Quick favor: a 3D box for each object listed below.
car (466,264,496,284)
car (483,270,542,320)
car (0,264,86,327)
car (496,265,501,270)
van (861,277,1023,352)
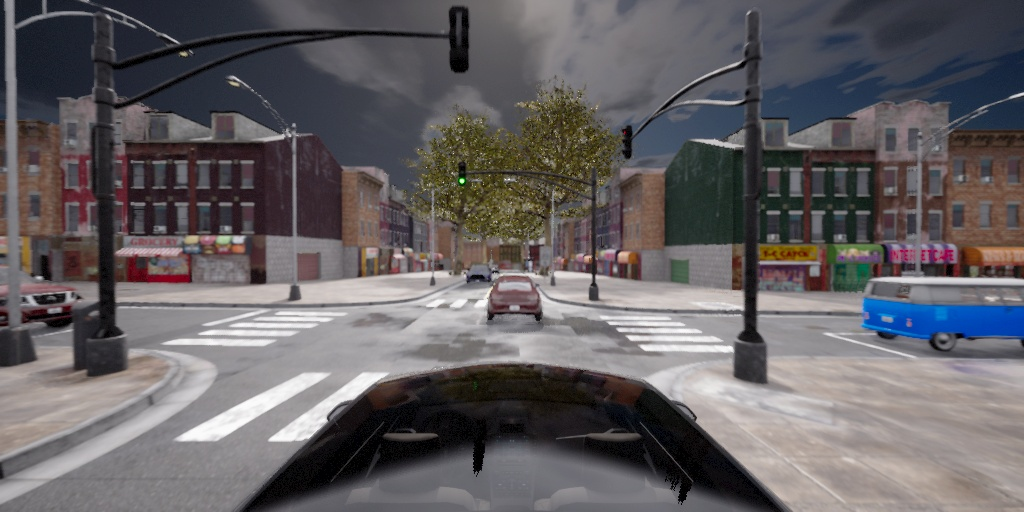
[{"bbox_3d":[-2.864,1.512,31.981,2.097,1.767,4.553,0,-1,0],"label":"car"},{"bbox_3d":[0.091,1.458,13.546,1.812,1.442,4.674,0,0,0],"label":"car"},{"bbox_3d":[-14.606,1.090,9.484,5.009,1.841,2.192,0,0,0],"label":"car"},{"bbox_3d":[-2.814,2.113,55.362,1.837,1.490,4.892,0,-2,0],"label":"car"},{"bbox_3d":[11.752,1.465,9.475,3.998,1.789,1.690,0,0,0],"label":"van"}]
